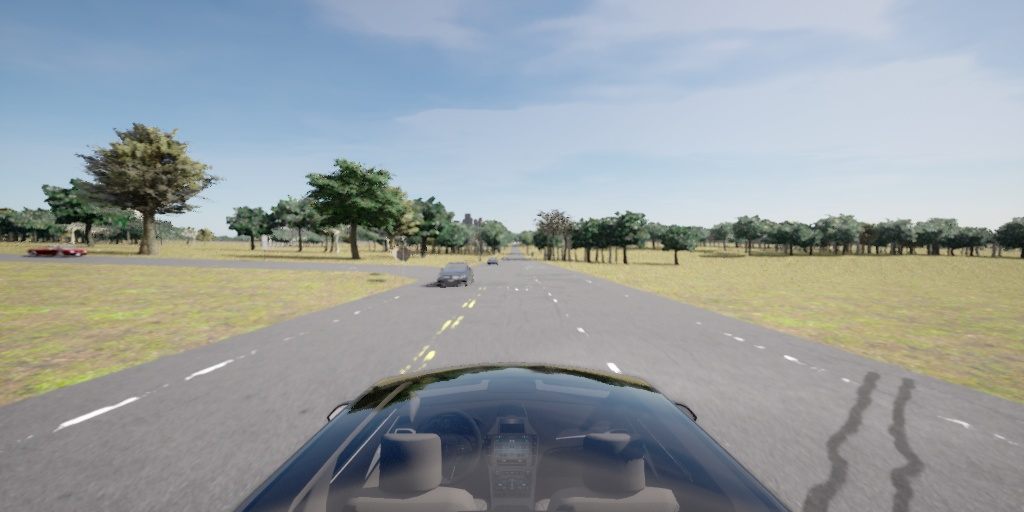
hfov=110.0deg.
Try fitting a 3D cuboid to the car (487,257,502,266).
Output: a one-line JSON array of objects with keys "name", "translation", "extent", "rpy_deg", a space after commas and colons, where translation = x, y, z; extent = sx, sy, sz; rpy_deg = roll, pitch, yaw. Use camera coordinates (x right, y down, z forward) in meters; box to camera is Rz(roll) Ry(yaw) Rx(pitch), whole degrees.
[{"name": "car", "translation": [-3.237, 0.918, 61.009], "extent": [2.033, 1.411, 5.357], "rpy_deg": [0, 0, 0]}]

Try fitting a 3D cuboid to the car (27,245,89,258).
[{"name": "car", "translation": [-49.206, -0.521, 38.855], "extent": [4.718, 1.301, 1.895], "rpy_deg": [2, 2, 0]}]

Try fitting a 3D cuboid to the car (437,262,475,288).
[{"name": "car", "translation": [-3.403, 1.102, 22.347], "extent": [1.812, 1.442, 4.674], "rpy_deg": [0, 0, 0]}]
